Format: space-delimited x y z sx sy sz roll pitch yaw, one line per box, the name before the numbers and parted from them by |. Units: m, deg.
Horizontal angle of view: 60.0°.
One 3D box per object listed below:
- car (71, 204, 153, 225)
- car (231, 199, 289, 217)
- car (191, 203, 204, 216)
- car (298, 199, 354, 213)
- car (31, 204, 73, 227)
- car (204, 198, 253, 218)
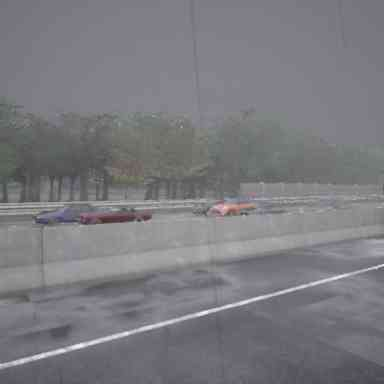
car | -5.075 1.591 21.723 4.718 1.301 1.895 0 0 -35
car | 5.345 1.516 24.940 4.181 1.385 1.994 0 0 -35
car | 2.180 1.447 31.095 4.892 1.490 1.837 -1 1 -35
car | 9.557 1.287 23.633 4.553 1.767 2.097 0 0 -35
car | -8.131 1.541 23.082 5.357 1.411 2.033 0 0 -38
car | 3.699 1.304 28.062 4.553 1.767 2.097 0 0 -35
